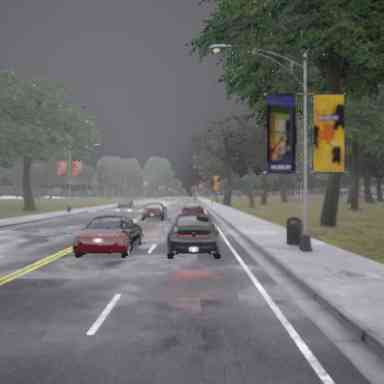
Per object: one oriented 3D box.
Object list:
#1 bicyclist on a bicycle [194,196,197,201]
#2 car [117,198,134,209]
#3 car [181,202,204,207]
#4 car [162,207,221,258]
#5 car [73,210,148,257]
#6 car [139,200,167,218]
[{"bbox_3d":[0.878,1.872,89.608,0.866,1.612,1.509,0,0,0],"label":"bicyclist on a bicycle"},{"bbox_3d":[-9.837,1.728,49.610,1.837,1.490,4.892,0,0,0],"label":"car"},{"bbox_3d":[0.073,1.609,29.497,1.882,1.535,5.008,0,0,0],"label":"car"},{"bbox_3d":[0.071,1.565,12.985,1.837,1.490,4.892,0,0,0],"label":"car"},{"bbox_3d":[-3.178,1.624,13.289,1.994,1.385,4.181,0,0,0],"label":"car"},{"bbox_3d":[-3.178,1.654,28.870,1.812,1.442,4.674,0,0,0],"label":"car"}]
